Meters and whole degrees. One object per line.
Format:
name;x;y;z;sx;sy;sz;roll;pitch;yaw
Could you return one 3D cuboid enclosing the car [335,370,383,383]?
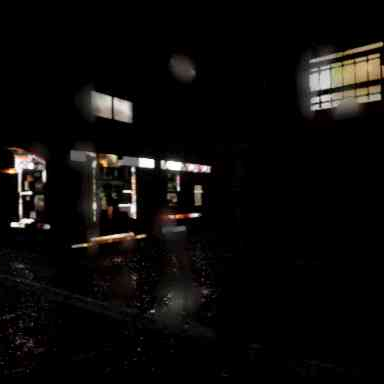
car;2.632;1.528;1.037;4.507;1.381;1.887;-1;-1;36
